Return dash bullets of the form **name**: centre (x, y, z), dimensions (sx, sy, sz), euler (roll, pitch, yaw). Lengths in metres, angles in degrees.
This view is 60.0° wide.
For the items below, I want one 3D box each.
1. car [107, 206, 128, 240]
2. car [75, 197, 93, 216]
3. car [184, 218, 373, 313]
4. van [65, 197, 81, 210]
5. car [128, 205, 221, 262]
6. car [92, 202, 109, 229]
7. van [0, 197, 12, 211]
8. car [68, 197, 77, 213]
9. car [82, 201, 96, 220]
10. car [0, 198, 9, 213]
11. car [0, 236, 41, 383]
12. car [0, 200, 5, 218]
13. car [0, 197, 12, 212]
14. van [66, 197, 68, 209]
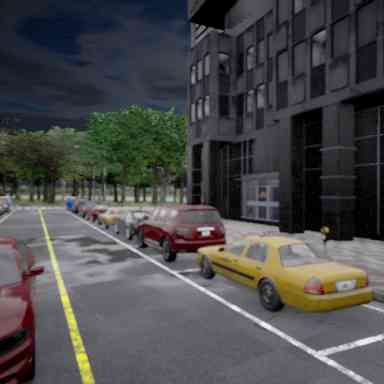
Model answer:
- **car**: centre (-2.903, 1.649, 17.506), dimensions (2.008, 1.369, 4.403), euler (0, 0, -25)
- **car**: centre (-9.865, 1.603, 32.258), dimensions (1.967, 1.590, 4.097), euler (0, 0, -25)
- **car**: centre (1.667, 1.583, 7.825), dimensions (1.752, 1.417, 4.829), euler (0, 0, -25)
- **van**: centre (-16.828, 1.572, 47.011), dimensions (1.690, 1.788, 3.998), euler (0, 0, -25)
- **car**: centre (-0.581, 1.392, 12.590), dimensions (2.192, 1.841, 5.009), euler (0, 0, -25)
- **car**: centre (-5.296, 1.645, 22.577), dimensions (1.752, 1.417, 4.829), euler (0, 0, -25)
- **van**: centre (-24.538, 1.515, 43.373), dimensions (1.690, 1.788, 3.998), euler (0, 0, -25)
- **car**: centre (-12.186, 1.501, 37.177), dimensions (2.192, 1.841, 5.009), euler (0, 0, -25)
- **car**: centre (-7.545, 1.686, 27.341), dimensions (1.887, 1.381, 4.507), euler (0, 0, -25)
- **car**: centre (-19.824, 1.652, 33.383), dimensions (1.752, 1.417, 4.829), euler (0, 0, -25)
- **car**: centre (-3.443, 1.495, 5.153), dimensions (1.882, 1.535, 5.008), euler (0, 0, -25)
- **car**: centre (-17.575, 1.671, 28.619), dimensions (1.947, 1.339, 4.313), euler (0, 0, -25)
- **car**: centre (-22.217, 1.591, 38.454), dimensions (1.967, 1.590, 4.097), euler (0, 0, -25)
- **van**: centre (-14.507, 1.550, 42.093), dimensions (1.690, 1.788, 3.998), euler (0, 0, -25)
